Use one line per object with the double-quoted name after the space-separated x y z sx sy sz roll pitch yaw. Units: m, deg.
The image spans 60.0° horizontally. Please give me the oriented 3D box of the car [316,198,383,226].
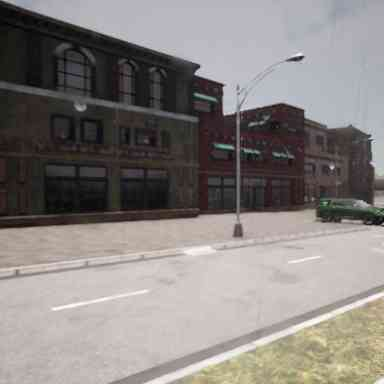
12.982 1.563 27.197 2.435 2.045 5.566 2 -1 -41 "car"
